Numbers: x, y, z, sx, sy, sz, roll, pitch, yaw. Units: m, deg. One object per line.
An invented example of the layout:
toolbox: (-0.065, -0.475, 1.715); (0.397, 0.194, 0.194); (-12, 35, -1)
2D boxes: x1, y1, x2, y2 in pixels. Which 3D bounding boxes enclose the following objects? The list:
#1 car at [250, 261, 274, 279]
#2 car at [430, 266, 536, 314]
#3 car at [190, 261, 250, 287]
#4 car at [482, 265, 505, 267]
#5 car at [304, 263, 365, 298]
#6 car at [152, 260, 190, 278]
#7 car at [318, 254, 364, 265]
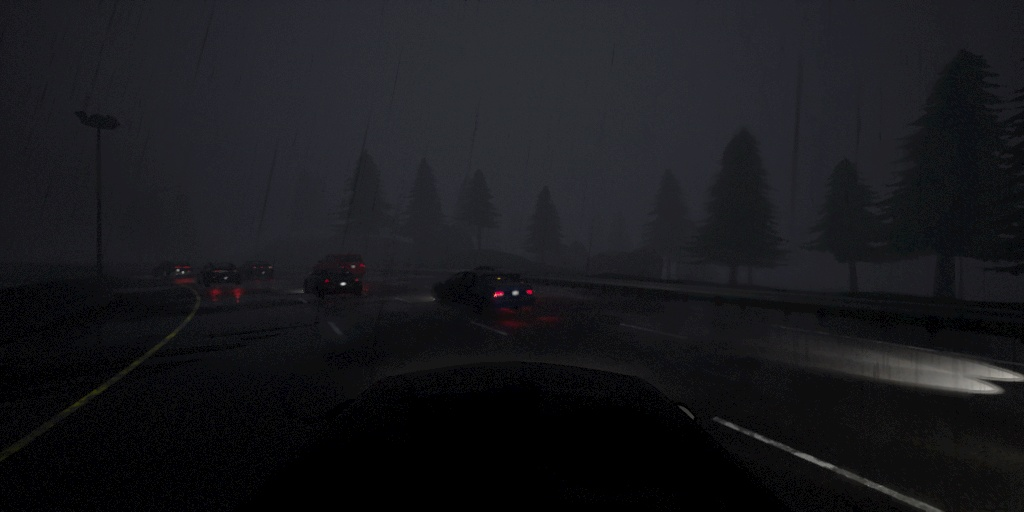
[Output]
car: (-21.865, 1.137, 30.318); (4.902, 1.511, 2.128); (0, 0, 39)
car: (-1.324, 1.251, 13.754); (2.033, 1.411, 5.357); (0, 0, -35)
car: (-19.499, 1.161, 23.844); (4.902, 1.511, 2.128); (0, 0, 43)
car: (-1.236, 1.207, 19.517); (1.812, 1.442, 4.674); (0, 0, -37)
car: (-9.076, 1.253, 18.076); (1.994, 1.385, 4.181); (0, 0, -39)
car: (-30.022, 1.147, 31.747); (4.892, 1.490, 1.837); (0, 0, 32)
car: (-13.446, 0.874, 27.803); (5.566, 2.045, 2.150); (0, 0, 43)
